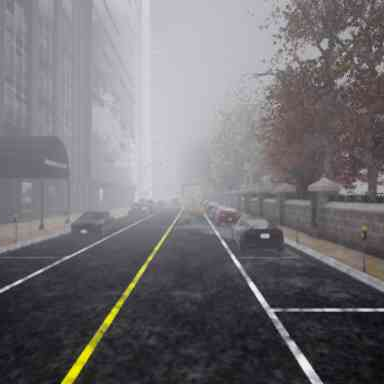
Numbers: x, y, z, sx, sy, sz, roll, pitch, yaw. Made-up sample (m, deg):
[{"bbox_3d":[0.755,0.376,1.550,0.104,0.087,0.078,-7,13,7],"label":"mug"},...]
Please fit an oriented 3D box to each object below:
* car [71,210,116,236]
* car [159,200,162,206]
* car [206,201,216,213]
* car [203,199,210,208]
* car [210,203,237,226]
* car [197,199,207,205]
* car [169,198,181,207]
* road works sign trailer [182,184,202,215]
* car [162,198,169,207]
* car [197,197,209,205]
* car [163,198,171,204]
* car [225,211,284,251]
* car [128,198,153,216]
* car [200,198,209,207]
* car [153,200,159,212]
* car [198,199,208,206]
[{"bbox_3d":[-5.830,1.778,20.116,1.947,1.339,4.313,0,-1,0],"label":"car"},{"bbox_3d":[-5.825,2.034,47.919,1.947,1.339,4.313,0,0,0],"label":"car"},{"bbox_3d":[2.698,1.874,31.290,2.008,1.369,4.403,0,-1,0],"label":"car"},{"bbox_3d":[2.700,1.969,42.412,1.887,1.381,4.507,0,0,0],"label":"car"},{"bbox_3d":[2.697,1.814,25.730,1.887,1.381,4.507,0,-1,0],"label":"car"},{"bbox_3d":[2.219,2.211,75.750,2.008,1.369,4.403,0,0,-1],"label":"car"},{"bbox_3d":[-3.221,1.945,65.067,2.097,1.767,4.553,0,0,-1],"label":"car"},{"bbox_3d":[0.006,0.864,39.703,2.380,3.560,2.880,0,0,0],"label":"road works sign trailer"},{"bbox_3d":[-6.019,2.155,64.665,1.947,1.339,4.313,0,0,-1],"label":"car"},{"bbox_3d":[2.512,1.906,64.636,2.192,1.841,5.009,0,0,-1],"label":"car"},{"bbox_3d":[-6.601,2.308,86.904,1.802,1.307,4.206,0,0,-1],"label":"car"},{"bbox_3d":[2.755,1.721,14.616,1.947,1.339,4.313,0,-1,0],"label":"car"},{"bbox_3d":[-5.827,1.814,36.800,1.967,1.590,4.097,0,-1,0],"label":"car"},{"bbox_3d":[2.630,2.135,59.069,1.802,1.307,4.206,0,0,-1],"label":"car"},{"bbox_3d":[-5.825,1.738,42.360,2.192,1.841,5.009,0,-1,0],"label":"car"},{"bbox_3d":[2.365,2.208,70.193,1.802,1.307,4.206,0,0,-1],"label":"car"}]
